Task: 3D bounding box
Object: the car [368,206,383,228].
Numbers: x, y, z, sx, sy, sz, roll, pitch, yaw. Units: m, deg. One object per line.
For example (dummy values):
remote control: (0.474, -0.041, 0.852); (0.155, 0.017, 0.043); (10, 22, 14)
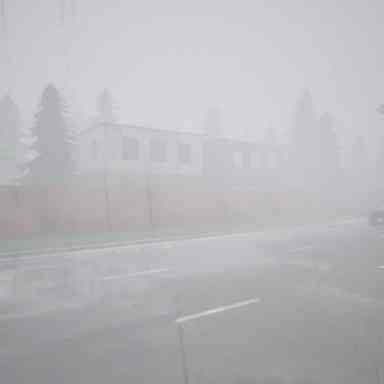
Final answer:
car: (13.694, 1.583, 22.111); (5.008, 1.535, 1.882); (0, 0, -35)
